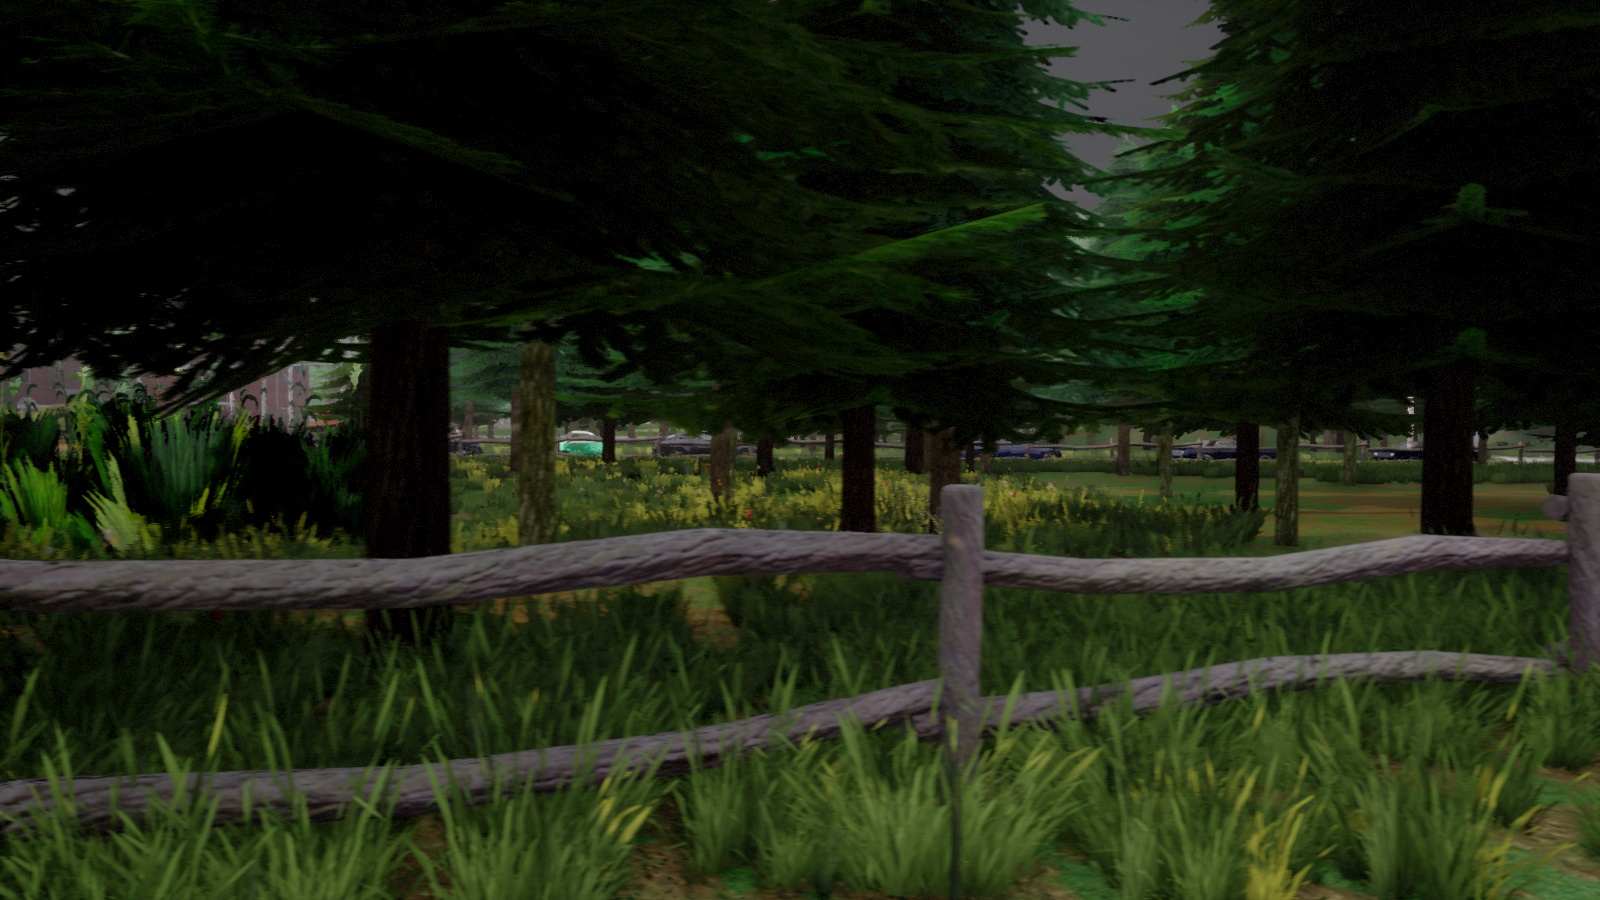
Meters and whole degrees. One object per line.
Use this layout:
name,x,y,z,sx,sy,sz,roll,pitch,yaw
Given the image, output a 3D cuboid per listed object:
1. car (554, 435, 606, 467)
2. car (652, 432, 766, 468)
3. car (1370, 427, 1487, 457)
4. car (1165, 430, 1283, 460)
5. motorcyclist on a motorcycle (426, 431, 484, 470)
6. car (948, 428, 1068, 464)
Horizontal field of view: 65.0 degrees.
car,-9.757,0.043,55.825,2.207,1.376,1.481,0,1,-8
car,-3.866,-0.009,53.185,4.674,1.442,1.812,-1,1,-9
car,29.484,-0.384,58.949,4.718,1.301,1.895,-1,1,-11
car,19.270,-0.243,57.163,4.718,1.301,1.895,-1,1,-10
motorcyclist on a motorcycle,-15.111,0.009,55.049,2.350,1.649,0.766,-1,1,-8
car,9.151,-0.206,55.432,4.792,1.488,2.163,-1,1,-10
